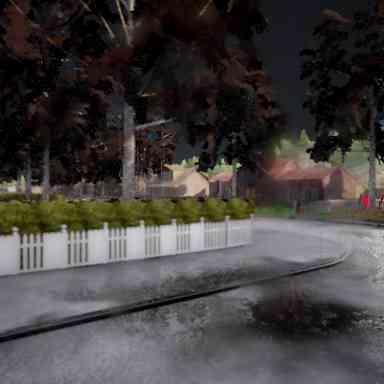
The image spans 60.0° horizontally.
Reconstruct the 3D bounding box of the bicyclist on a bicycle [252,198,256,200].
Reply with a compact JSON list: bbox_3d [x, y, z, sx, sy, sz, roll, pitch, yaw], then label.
[{"bbox_3d":[6.455,1.409,34.523,1.656,1.620,0.582,0,0,-36],"label":"bicyclist on a bicycle"}]

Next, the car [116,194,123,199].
[{"bbox_3d":[-10.786,1.272,51.338,2.150,2.045,5.566,0,0,-35],"label":"car"}]

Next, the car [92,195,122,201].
[{"bbox_3d":[-11.965,1.533,45.908,2.128,1.511,4.902,0,0,-35],"label":"car"}]

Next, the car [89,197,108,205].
[{"bbox_3d":[-16.921,1.577,59.856,1.812,1.442,4.674,0,0,-36],"label":"car"}]
